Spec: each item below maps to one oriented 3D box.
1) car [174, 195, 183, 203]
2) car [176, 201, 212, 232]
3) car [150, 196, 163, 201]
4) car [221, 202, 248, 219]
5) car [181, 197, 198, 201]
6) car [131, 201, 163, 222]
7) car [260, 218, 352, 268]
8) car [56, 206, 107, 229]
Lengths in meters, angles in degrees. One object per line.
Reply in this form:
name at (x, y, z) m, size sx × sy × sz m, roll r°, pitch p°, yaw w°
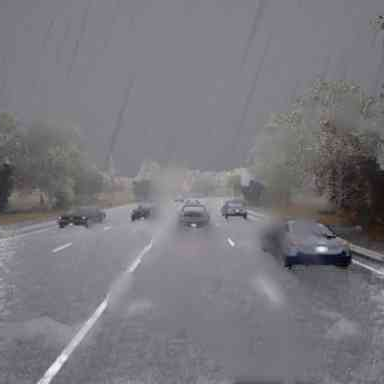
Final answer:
car at (-2.667, 1.472, 68.595) m, size 1.882 × 1.535 × 5.008 m, roll 0°, pitch 0°, yaw 4°
car at (0.101, 1.506, 19.915) m, size 1.837 × 1.490 × 4.892 m, roll 0°, pitch 0°, yaw 0°
car at (-6.580, 1.484, 62.223) m, size 1.882 × 1.535 × 5.008 m, roll 0°, pitch 0°, yaw 3°
car at (3.601, 1.549, 28.971) m, size 2.033 × 1.411 × 5.357 m, roll 0°, pitch 0°, yaw 0°
car at (0.104, 1.566, 37.903) m, size 1.994 × 1.385 × 4.181 m, roll 0°, pitch 0°, yaw 0°
car at (-3.599, 1.603, 26.396) m, size 1.895 × 1.301 × 4.718 m, roll 0°, pitch 0°, yaw 0°
car at (3.600, 1.565, 11.245) m, size 1.994 × 1.385 × 4.181 m, roll 0°, pitch 0°, yaw 0°
car at (-7.099, 1.602, 21.783) m, size 1.895 × 1.301 × 4.718 m, roll 0°, pitch 0°, yaw 0°
